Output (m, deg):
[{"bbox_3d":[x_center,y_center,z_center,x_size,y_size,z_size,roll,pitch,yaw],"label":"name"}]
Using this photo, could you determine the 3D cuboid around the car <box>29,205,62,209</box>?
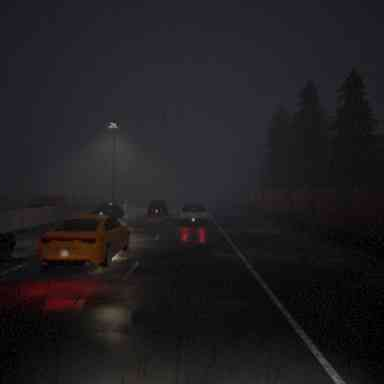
[{"bbox_3d":[-14.107,1.274,32.285,2.150,2.045,5.566,0,0,0],"label":"car"}]

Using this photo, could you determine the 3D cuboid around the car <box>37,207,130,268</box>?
[{"bbox_3d":[-3.402,1.496,11.349,1.882,1.535,5.008,0,0,0],"label":"car"}]

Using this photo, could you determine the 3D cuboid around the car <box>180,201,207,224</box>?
[{"bbox_3d":[0.096,1.642,25.305,1.895,1.301,4.718,0,0,0],"label":"car"}]

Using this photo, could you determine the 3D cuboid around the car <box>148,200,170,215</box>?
[{"bbox_3d":[-3.410,1.560,34.299,1.837,1.490,4.892,0,0,0],"label":"car"}]

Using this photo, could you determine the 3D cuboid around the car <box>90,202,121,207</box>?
[{"bbox_3d":[-6.904,1.608,27.464,1.994,1.385,4.181,0,0,0],"label":"car"}]

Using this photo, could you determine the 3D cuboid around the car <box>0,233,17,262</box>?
[{"bbox_3d":[-6.902,1.616,9.213,1.895,1.301,4.718,0,0,0],"label":"car"}]
